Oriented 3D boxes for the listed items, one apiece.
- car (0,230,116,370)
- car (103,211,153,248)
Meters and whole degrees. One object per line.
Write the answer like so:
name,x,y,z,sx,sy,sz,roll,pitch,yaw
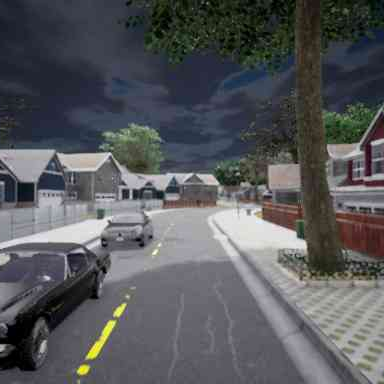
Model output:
car,-2.875,1.645,5.867,1.895,1.301,4.718,0,0,0
car,-2.901,1.639,15.671,1.812,1.442,4.674,0,0,0
